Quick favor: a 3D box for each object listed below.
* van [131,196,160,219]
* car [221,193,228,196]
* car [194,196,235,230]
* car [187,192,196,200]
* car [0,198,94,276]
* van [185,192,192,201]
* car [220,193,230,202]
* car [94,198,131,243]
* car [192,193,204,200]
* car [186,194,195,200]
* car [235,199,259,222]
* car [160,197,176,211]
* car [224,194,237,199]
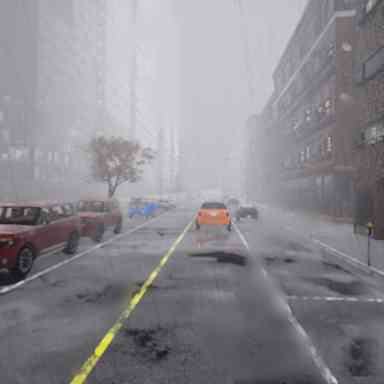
[{"bbox_3d":[-4.027,1.225,27.157,1.690,1.788,3.998,1,0,4],"label":"van"},{"bbox_3d":[6.867,1.370,66.087,1.967,1.590,4.097,1,0,4],"label":"car"},{"bbox_3d":[1.386,1.330,21.274,2.097,1.767,4.553,1,0,4],"label":"car"},{"bbox_3d":[-0.047,1.056,89.140,2.192,1.841,5.009,1,0,4],"label":"car"},{"bbox_3d":[-5.111,1.219,10.252,2.192,1.841,5.009,1,0,4],"label":"car"},{"bbox_3d":[-0.771,1.115,77.870,1.690,1.788,3.998,1,0,4],"label":"van"},{"bbox_3d":[7.594,1.216,77.355,2.192,1.841,5.009,1,0,4],"label":"car"},{"bbox_3d":[-4.750,1.213,15.888,2.192,1.841,5.009,1,0,4],"label":"car"},{"bbox_3d":[1.765,0.930,75.474,2.097,1.767,4.553,1,0,4],"label":"car"},{"bbox_3d":[-0.414,1.303,83.507,1.887,1.381,4.507,1,0,4],"label":"car"},{"bbox_3d":[4.332,1.561,26.641,2.008,1.369,4.403,1,0,4],"label":"car"},{"bbox_3d":[-3.309,1.447,38.428,1.802,1.307,4.206,1,0,4],"label":"car"},{"bbox_3d":[6.213,1.474,51.217,1.837,1.490,4.892,1,0,4],"label":"car"}]
